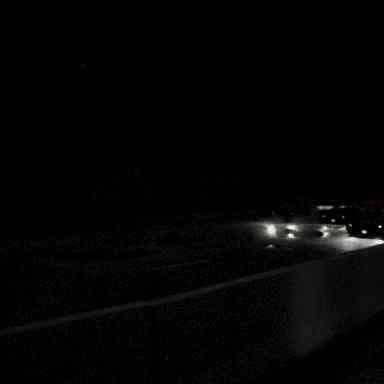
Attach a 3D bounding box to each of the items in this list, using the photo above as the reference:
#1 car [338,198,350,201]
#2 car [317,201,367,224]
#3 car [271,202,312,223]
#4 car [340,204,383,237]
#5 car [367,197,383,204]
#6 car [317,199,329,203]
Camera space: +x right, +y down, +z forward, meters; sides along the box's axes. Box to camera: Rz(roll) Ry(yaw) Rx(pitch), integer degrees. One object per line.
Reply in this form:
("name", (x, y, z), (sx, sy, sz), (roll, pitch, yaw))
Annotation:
("car", (28.654, 1.897, 62.732), (1.994, 1.385, 4.181), (0, 0, 11))
("car", (11.518, 1.631, 25.392), (2.033, 1.411, 5.357), (0, 0, 38))
("car", (8.094, 1.569, 26.790), (1.882, 1.535, 5.008), (0, 0, 38))
("car", (10.309, 1.597, 18.488), (2.033, 1.411, 5.357), (0, 0, 42))
("car", (30.220, 1.630, 54.690), (2.097, 1.767, 4.553), (0, 0, 17))
("car", (25.251, 1.957, 63.605), (1.895, 1.301, 4.718), (0, -1, 11))
